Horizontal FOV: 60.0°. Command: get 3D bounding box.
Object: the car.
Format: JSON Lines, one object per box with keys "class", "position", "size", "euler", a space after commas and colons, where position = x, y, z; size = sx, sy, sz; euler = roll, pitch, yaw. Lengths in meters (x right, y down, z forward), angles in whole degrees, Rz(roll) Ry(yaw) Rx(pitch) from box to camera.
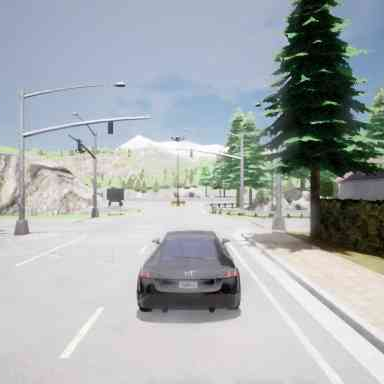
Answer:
{"class": "car", "position": [-0.033, 1.574, 7.816], "size": [1.994, 1.385, 4.181], "euler": [0, 0, 1]}
